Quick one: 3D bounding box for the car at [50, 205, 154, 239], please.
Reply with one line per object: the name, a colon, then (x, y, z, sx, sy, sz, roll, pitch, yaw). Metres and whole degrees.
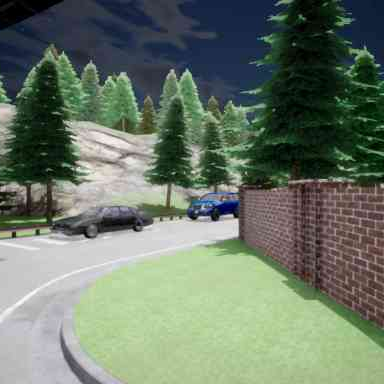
car: (-4.191, 1.371, 16.581, 2.033, 1.411, 5.357, 0, 0, 35)

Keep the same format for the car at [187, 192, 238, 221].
car: (1.904, 1.045, 25.396, 2.150, 2.045, 5.566, 0, 0, 35)
